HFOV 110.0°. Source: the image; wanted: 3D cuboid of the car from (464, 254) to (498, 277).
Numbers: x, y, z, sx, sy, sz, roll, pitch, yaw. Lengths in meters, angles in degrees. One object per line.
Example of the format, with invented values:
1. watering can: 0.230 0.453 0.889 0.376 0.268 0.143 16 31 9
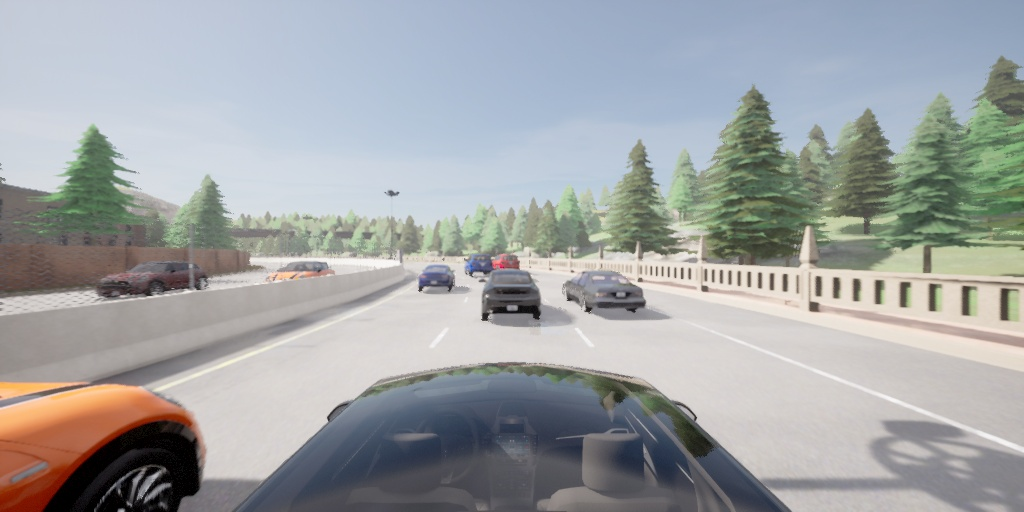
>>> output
1. car: -3.195 0.865 33.957 2.150 2.045 5.566 0 0 -14

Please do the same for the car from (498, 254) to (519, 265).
1. car: -0.821 0.849 38.604 2.150 2.045 5.566 0 0 -16

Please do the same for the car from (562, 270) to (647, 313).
1. car: 3.310 1.257 13.871 2.033 1.411 5.357 0 0 -3

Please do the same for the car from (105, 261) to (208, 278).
1. car: -18.075 1.057 18.351 2.097 1.767 4.553 0 0 -6

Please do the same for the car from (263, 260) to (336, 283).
1. car: -11.119 1.051 19.142 2.097 1.767 4.553 0 0 -6

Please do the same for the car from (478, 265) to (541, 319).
1. car: -0.105 1.219 12.595 1.837 1.490 4.892 0 0 -3

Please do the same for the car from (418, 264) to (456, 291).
1. car: -4.347 1.212 21.057 1.812 1.442 4.674 0 0 -6

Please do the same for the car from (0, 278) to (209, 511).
1. car: -3.401 1.106 0.847 2.097 1.767 4.553 0 0 0
